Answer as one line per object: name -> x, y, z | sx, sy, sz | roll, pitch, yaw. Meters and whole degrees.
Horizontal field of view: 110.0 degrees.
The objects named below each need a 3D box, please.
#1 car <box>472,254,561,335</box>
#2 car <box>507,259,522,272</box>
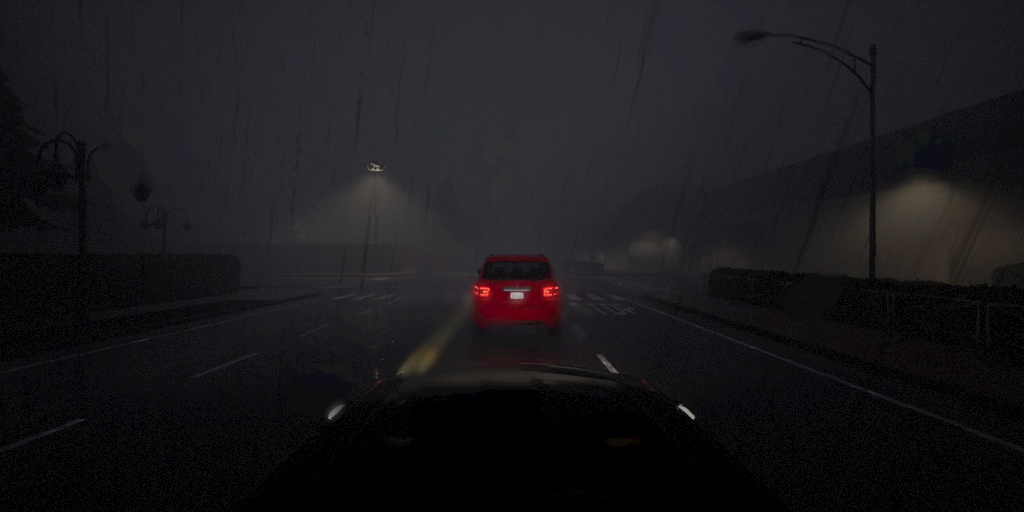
car -> 0.118, 0.971, 10.640 | 2.150, 2.045, 5.566 | 0, 0, 0
car -> 0.343, 1.228, 45.914 | 1.882, 1.535, 5.008 | 0, 0, 1
